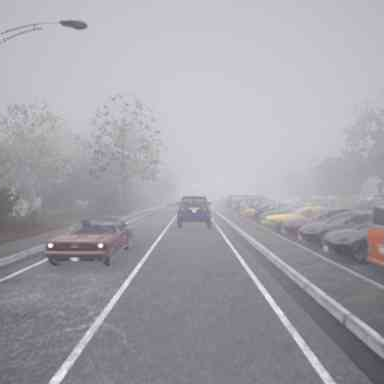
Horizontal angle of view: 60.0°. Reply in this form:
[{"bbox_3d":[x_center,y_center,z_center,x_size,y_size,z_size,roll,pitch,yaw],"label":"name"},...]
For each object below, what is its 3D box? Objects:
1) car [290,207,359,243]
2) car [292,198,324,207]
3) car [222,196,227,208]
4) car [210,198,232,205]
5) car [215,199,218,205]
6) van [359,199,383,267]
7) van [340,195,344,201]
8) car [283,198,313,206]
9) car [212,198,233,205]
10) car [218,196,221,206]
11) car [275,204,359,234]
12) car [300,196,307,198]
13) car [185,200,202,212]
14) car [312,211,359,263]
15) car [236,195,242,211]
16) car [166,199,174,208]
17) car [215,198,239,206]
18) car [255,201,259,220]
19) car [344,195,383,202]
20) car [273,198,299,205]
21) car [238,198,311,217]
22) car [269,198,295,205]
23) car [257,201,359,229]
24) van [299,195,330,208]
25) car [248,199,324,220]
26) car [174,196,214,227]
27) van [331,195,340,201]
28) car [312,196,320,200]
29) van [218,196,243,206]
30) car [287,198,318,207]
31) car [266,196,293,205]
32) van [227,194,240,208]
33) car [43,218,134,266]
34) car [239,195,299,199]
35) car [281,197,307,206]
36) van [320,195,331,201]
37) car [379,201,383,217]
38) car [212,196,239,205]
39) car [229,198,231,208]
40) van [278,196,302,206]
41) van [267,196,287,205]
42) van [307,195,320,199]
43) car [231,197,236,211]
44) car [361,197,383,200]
[{"bbox_3d":[6.996,1.543,14.196,4.792,1.488,2.163,0,0,0],"label":"car"},{"bbox_3d":[20.317,1.852,58.347,4.892,1.521,2.231,0,-1,0],"label":"car"},{"bbox_3d":[7.204,1.356,44.734,5.566,2.045,2.435,0,0,0],"label":"car"},{"bbox_3d":[7.181,2.383,83.557,5.366,1.575,1.946,0,-1,0],"label":"car"},{"bbox_3d":[7.263,1.911,61.367,5.008,1.535,2.097,0,-1,0],"label":"car"},{"bbox_3d":[7.115,1.271,8.643,4.442,1.987,1.878,0,0,0],"label":"van"},{"bbox_3d":[20.344,1.361,39.104,4.442,1.987,1.878,0,0,0],"label":"van"},{"bbox_3d":[20.345,1.960,64.012,5.008,1.535,2.097,0,-1,0],"label":"car"},{"bbox_3d":[7.358,2.310,80.788,4.892,1.521,2.231,0,-1,0],"label":"car"},{"bbox_3d":[7.200,1.835,55.817,4.792,1.488,2.163,0,-1,0],"label":"car"},{"bbox_3d":[7.010,1.552,16.972,4.792,1.488,2.163,0,0,0],"label":"car"},{"bbox_3d":[20.111,1.742,52.807,5.366,1.575,1.946,0,-1,0],"label":"car"},{"bbox_3d":[0.205,1.702,42.012,2.033,1.411,5.357,0,-1,0],"label":"car"},{"bbox_3d":[6.983,1.535,11.420,4.792,1.488,2.163,0,0,0],"label":"car"},{"bbox_3d":[7.090,1.448,33.629,4.553,1.767,2.185,0,0,0],"label":"car"},{"bbox_3d":[-3.156,1.880,54.597,1.994,1.385,4.181,0,-1,1],"label":"car"},{"bbox_3d":[7.328,2.101,69.693,4.792,1.488,2.163,0,-1,0],"label":"car"},{"bbox_3d":[7.073,1.540,22.524,4.892,1.521,2.231,0,0,0],"label":"car"},{"bbox_3d":[20.186,1.327,36.334,5.566,2.045,2.435,0,0,0],"label":"car"},{"bbox_3d":[20.384,2.118,72.196,4.892,1.521,2.231,0,-1,0],"label":"car"},{"bbox_3d":[6.908,1.553,28.077,5.366,1.575,1.946,0,0,0],"label":"car"},{"bbox_3d":[20.219,2.168,74.964,5.366,1.575,1.946,0,-1,0],"label":"car"},{"bbox_3d":[6.867,1.528,19.749,5.366,1.575,1.946,0,0,0],"label":"car"},{"bbox_3d":[20.426,1.572,55.581,4.442,1.987,1.878,0,-1,0],"label":"van"},{"bbox_3d":[7.074,1.549,25.300,4.892,1.521,2.231,0,0,0],"label":"car"},{"bbox_3d":[0.143,1.260,22.934,2.150,2.045,5.566,0,0,0],"label":"car"},{"bbox_3d":[20.357,1.369,41.749,4.442,1.987,1.878,0,0,0],"label":"van"},{"bbox_3d":[20.273,1.639,47.269,5.008,1.535,2.097,0,-1,0],"label":"car"},{"bbox_3d":[7.388,1.739,64.147,4.442,1.987,1.878,0,-1,0],"label":"van"},{"bbox_3d":[20.331,1.904,61.116,5.008,1.535,2.097,0,-1,0],"label":"car"},{"bbox_3d":[20.446,1.979,77.736,5.566,2.045,2.435,0,-1,0],"label":"car"},{"bbox_3d":[7.045,1.373,41.958,4.442,1.987,1.878,0,0,0],"label":"van"},{"bbox_3d":[-3.336,1.616,11.678,1.895,1.301,4.718,0,0,0],"label":"car"},{"bbox_3d":[7.076,1.439,30.853,4.553,1.767,2.185,0,0,0],"label":"car"},{"bbox_3d":[20.332,1.885,66.659,4.553,1.767,2.185,0,-1,0],"label":"car"},{"bbox_3d":[20.138,1.378,44.653,4.442,1.987,1.878,0,-1,0],"label":"van"},{"bbox_3d":[20.184,1.601,30.667,4.674,1.452,2.002,0,0,0],"label":"car"},{"bbox_3d":[7.284,1.873,72.475,5.566,2.045,2.435,0,-1,0],"label":"car"},{"bbox_3d":[7.151,1.631,39.181,4.674,1.452,2.002,0,0,0],"label":"car"},{"bbox_3d":[20.494,1.838,69.430,4.442,1.987,1.878,0,-1,0],"label":"van"},{"bbox_3d":[20.550,2.077,80.626,4.442,1.987,1.878,0,-1,0],"label":"van"},{"bbox_3d":[20.165,1.466,50.044,4.442,1.987,1.878,0,-1,0],"label":"van"},{"bbox_3d":[7.129,1.582,36.405,5.008,1.535,2.097,0,0,0],"label":"car"},{"bbox_3d":[20.194,1.569,33.438,5.008,1.535,2.097,0,0,0],"label":"car"}]
